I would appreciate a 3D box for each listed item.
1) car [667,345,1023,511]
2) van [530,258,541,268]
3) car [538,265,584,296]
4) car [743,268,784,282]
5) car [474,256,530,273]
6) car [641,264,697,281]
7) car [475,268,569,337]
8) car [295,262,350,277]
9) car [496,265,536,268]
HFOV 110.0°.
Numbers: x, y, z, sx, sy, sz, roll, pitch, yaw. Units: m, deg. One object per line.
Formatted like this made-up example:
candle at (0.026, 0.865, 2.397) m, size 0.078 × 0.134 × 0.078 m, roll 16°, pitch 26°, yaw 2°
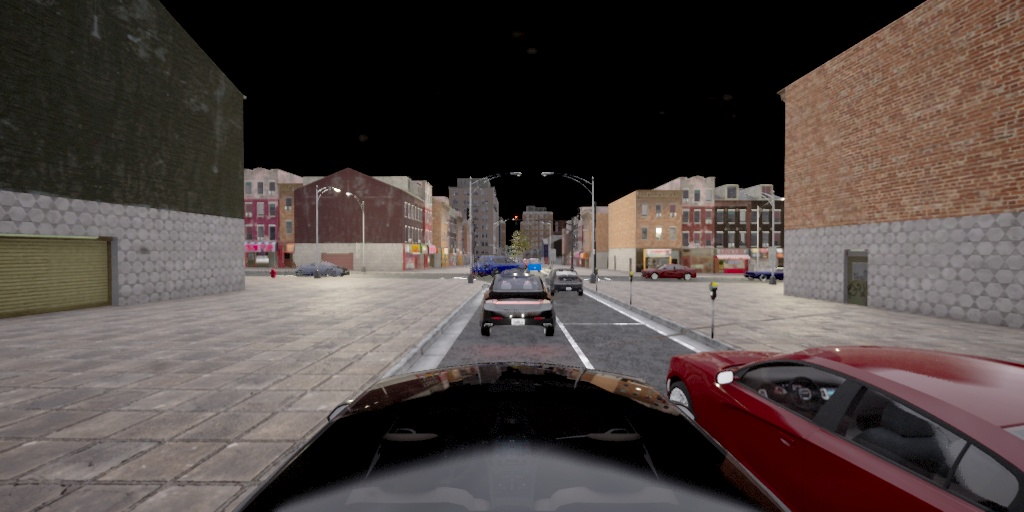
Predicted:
car at (2.638, 1.295, 2.410) m, size 1.888 × 1.381 × 4.507 m, roll 0°, pitch 0°, yaw 0°
van at (2.873, 1.258, 46.239) m, size 1.690 × 1.789 × 3.998 m, roll 0°, pitch 0°, yaw 0°
car at (2.728, 1.335, 19.285) m, size 2.007 × 1.370 × 4.403 m, roll 0°, pitch 0°, yaw 0°
car at (24.832, 1.752, 34.103) m, size 4.718 × 1.301 × 1.895 m, roll 1°, pitch 1°, yaw 0°
car at (-1.150, 1.036, 34.647) m, size 2.150 × 2.045 × 5.566 m, roll 3°, pitch 2°, yaw 44°
car at (14.872, 1.497, 34.171) m, size 5.008 × 1.535 × 1.882 m, roll 1°, pitch 1°, yaw 0°
car at (0.144, 1.253, 10.377) m, size 2.128 × 1.511 × 4.902 m, roll 0°, pitch 0°, yaw 0°
car at (-16.577, 1.202, 31.450) m, size 4.181 × 1.385 × 1.994 m, roll 1°, pitch 1°, yaw 0°
car at (0.225, 1.389, 20.419) m, size 1.895 × 1.301 × 4.718 m, roll 0°, pitch 0°, yaw 1°
